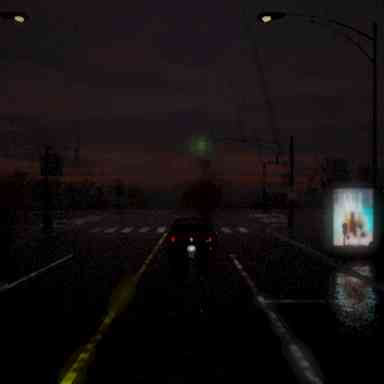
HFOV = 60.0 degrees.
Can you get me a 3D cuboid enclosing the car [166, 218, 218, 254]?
[{"bbox_3d":[-0.011,1.735,14.105,1.895,1.301,4.718,0,-1,0],"label":"car"}]
